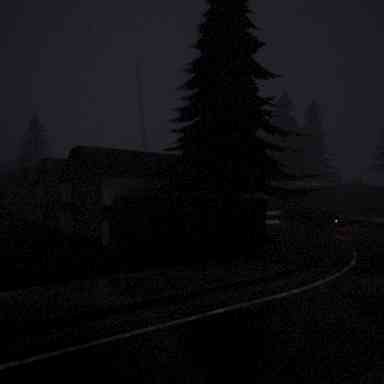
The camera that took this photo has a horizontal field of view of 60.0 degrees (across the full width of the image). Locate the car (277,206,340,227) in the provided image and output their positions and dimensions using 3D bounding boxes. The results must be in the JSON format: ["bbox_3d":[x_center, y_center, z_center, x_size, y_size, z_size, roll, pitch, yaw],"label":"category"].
[{"bbox_3d":[8.754,1.757,25.352,1.837,1.490,4.892,1,0,-35],"label":"car"}]
